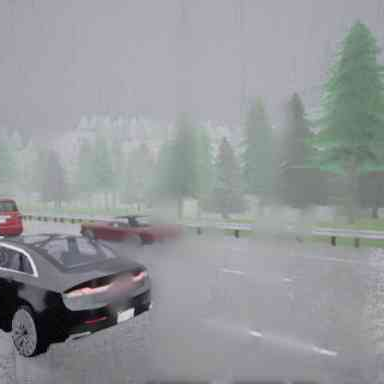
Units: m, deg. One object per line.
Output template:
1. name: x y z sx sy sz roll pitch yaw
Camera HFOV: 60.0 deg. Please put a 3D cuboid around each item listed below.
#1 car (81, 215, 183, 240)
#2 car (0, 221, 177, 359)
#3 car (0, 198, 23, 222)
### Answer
1. car: -2.812 1.658 14.589 4.718 1.301 1.895 0 0 35
2. car: -2.899 1.523 6.057 4.902 1.511 2.128 0 0 35
3. car: -10.080 1.313 15.484 5.566 2.045 2.150 0 0 36
